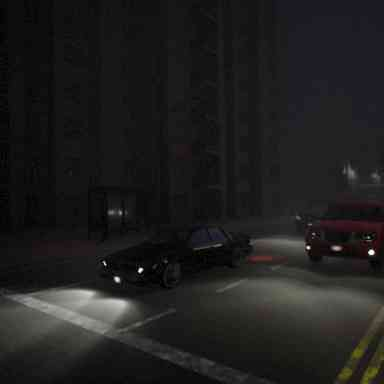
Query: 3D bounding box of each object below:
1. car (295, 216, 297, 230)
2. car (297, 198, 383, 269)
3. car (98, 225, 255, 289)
[{"bbox_3d":[8.276,1.436,20.524,2.150,2.045,5.566,-2,-1,39],"label":"car"},{"bbox_3d":[6.046,1.338,12.143,2.150,2.045,5.566,-2,-1,39],"label":"car"},{"bbox_3d":[-0.101,1.735,10.089,2.033,1.411,5.357,-2,-1,40],"label":"car"}]
